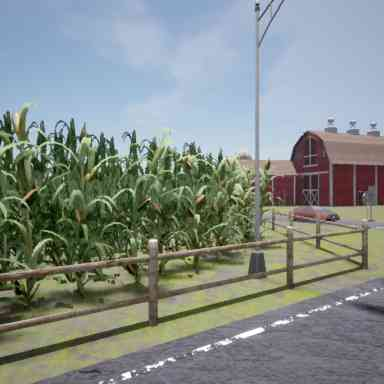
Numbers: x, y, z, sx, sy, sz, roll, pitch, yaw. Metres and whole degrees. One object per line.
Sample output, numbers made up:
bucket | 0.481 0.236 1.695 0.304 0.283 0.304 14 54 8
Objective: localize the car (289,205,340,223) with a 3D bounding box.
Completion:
car | 10.014 1.810 27.497 1.994 1.385 4.181 1 -1 -29
